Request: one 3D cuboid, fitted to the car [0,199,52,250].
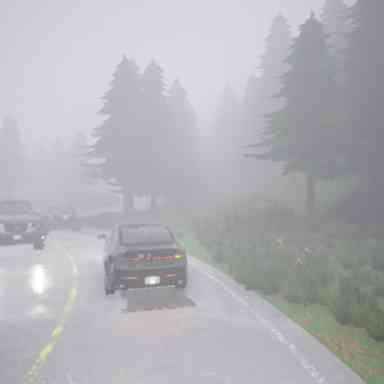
[{"bbox_3d":[-7.923,1.311,14.225,2.150,2.045,5.566,1,-1,-36],"label":"car"}]

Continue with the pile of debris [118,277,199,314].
[{"bbox_3d":[-0.822,2.220,7.314,1.500,0.140,1.860,0,0,-14],"label":"pile of debris"}]

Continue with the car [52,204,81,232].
[{"bbox_3d":[-8.585,1.475,20.054,4.553,1.767,2.097,0,0,44],"label":"car"}]

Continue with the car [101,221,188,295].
[{"bbox_3d":[-1.434,1.555,9.000,1.837,1.490,4.892,0,-1,-15],"label":"car"}]
